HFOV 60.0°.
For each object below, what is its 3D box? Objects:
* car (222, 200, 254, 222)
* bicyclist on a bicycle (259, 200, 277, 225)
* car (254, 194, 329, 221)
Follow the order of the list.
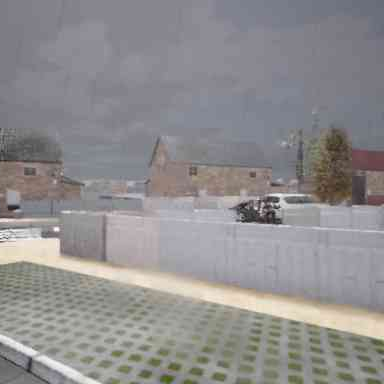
[{"bbox_3d":[4.489,1.395,25.445,4.892,1.490,1.837,0,1,-24],"label":"car"},{"bbox_3d":[4.283,1.310,18.917,0.582,1.620,1.656,0,1,-24],"label":"bicyclist on a bicycle"},{"bbox_3d":[7.531,1.158,23.594,5.566,2.045,2.150,0,1,-23],"label":"car"}]
